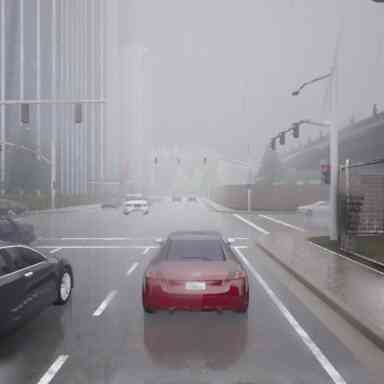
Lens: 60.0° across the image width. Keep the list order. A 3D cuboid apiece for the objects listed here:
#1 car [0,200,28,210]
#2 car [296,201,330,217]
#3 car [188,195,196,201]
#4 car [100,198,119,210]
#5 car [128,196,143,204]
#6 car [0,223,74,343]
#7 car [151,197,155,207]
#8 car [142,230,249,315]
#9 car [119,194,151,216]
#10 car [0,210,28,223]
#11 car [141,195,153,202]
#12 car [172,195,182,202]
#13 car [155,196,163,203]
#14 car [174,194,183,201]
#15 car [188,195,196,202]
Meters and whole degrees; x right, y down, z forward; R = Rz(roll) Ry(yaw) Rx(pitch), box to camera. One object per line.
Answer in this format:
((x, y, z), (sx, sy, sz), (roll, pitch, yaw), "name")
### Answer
((-18.628, 1.562, 32.264), (4.892, 1.490, 1.837), (0, 2, -6), "car")
((12.370, 1.581, 31.754), (4.674, 1.442, 1.812), (0, 0, -3), "car")
((0.009, 1.478, 85.198), (1.882, 1.535, 5.008), (0, 0, 0), "car")
((-10.598, 1.547, 44.193), (2.033, 1.411, 5.357), (0, 0, 0), "car")
((-10.548, 1.505, 62.435), (1.837, 1.490, 4.892), (0, 0, 0), "car")
((-3.441, 1.505, 5.198), (1.837, 1.490, 4.892), (0, 0, 0), "car")
((-7.090, 1.505, 49.874), (1.837, 1.490, 4.892), (0, 0, 0), "car")
((0.073, 1.564, 7.654), (1.994, 1.385, 4.181), (0, 0, 0), "car")
((-5.859, 1.256, 33.812), (2.150, 2.045, 5.566), (-1, 0, -16), "car")
((-7.097, 1.547, 10.946), (2.033, 1.411, 5.357), (0, 0, 0), "car")
((-10.492, 1.495, 77.696), (2.033, 1.411, 5.357), (0, 0, 0), "car")
((-3.492, 1.495, 74.245), (1.837, 1.490, 4.892), (0, 0, 0), "car")
((-6.998, 1.525, 68.798), (1.812, 1.442, 4.674), (0, 0, 0), "car")
((-3.491, 1.386, 84.669), (2.128, 1.511, 4.902), (0, 0, 0), "car")
((0.016, 1.478, 74.791), (1.882, 1.535, 5.008), (0, 0, 0), "car")
